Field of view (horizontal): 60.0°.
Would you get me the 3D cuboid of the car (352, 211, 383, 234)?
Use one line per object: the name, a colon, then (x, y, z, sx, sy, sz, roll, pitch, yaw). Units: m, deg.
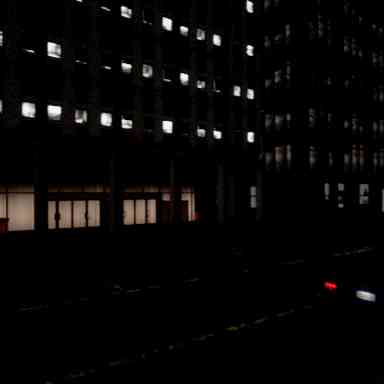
car: (9.863, 1.662, 16.765, 4.403, 1.369, 2.008, 0, -1, -34)

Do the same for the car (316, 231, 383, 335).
car: (4.649, 1.589, 6.308, 5.357, 1.411, 2.033, 0, -1, -34)
